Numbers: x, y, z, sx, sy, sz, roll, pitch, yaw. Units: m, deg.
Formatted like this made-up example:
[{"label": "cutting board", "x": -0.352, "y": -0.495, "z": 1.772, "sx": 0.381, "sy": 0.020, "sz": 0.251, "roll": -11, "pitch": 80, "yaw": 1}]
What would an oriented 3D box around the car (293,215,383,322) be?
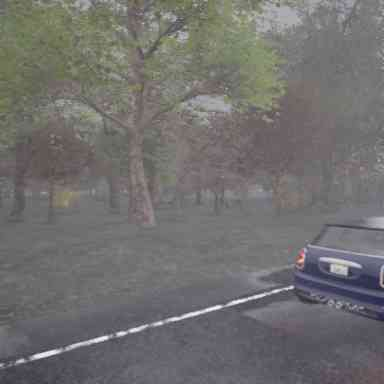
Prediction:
[{"label": "car", "x": 4.162, "y": 1.285, "z": 6.730, "sx": 4.553, "sy": 1.767, "sz": 2.097, "roll": -1, "pitch": 0, "yaw": -35}]
